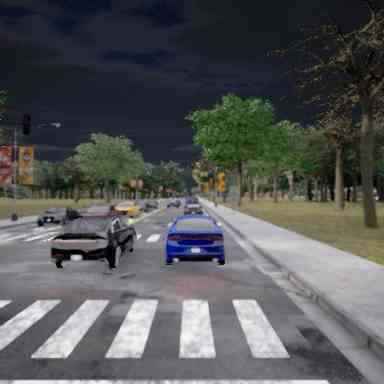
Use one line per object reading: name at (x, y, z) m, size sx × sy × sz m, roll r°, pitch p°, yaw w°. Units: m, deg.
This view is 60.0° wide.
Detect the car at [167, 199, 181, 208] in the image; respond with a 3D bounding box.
car at (-3.194, 1.997, 55.949) m, size 1.812 × 1.442 × 4.674 m, roll 0°, pitch -1°, yaw 0°

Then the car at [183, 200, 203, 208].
car at (0.129, 1.797, 33.317) m, size 1.812 × 1.442 × 4.674 m, roll 0°, pitch 0°, yaw 0°

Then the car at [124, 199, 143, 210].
car at (-6.565, 1.753, 33.733) m, size 1.882 × 1.535 × 5.008 m, roll 0°, pitch 0°, yaw 0°

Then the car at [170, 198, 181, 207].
car at (-3.194, 2.039, 65.842) m, size 1.882 × 1.535 × 5.008 m, roll 0°, pitch -1°, yaw 0°

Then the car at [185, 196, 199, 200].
car at (0.074, 1.705, 56.884) m, size 2.150 × 2.045 × 5.566 m, roll 0°, pitch 0°, yaw 1°

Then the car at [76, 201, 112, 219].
car at (-9.812, 1.767, 33.784) m, size 2.128 × 1.511 × 4.902 m, roll 0°, pitch 0°, yaw 0°

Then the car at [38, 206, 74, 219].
car at (-9.825, 1.764, 24.863) m, size 1.994 × 1.385 × 4.181 m, roll 0°, pitch 0°, yaw 1°

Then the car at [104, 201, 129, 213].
car at (-9.768, 1.908, 43.601) m, size 2.033 × 1.411 × 5.357 m, roll 0°, pitch -1°, yaw 0°

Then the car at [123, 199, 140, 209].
car at (-9.704, 1.956, 53.770) m, size 1.837 × 1.490 × 4.892 m, roll 0°, pitch -1°, yaw 0°

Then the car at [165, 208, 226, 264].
car at (0.108, 1.576, 12.196) m, size 1.882 × 1.535 × 5.008 m, roll 0°, pitch 0°, yaw 0°

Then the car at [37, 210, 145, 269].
car at (-3.140, 1.585, 11.471) m, size 2.128 × 1.511 × 4.902 m, roll 0°, pitch 0°, yaw 0°

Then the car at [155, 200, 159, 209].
car at (-6.455, 1.953, 53.351) m, size 1.837 × 1.490 × 4.892 m, roll 0°, pitch -1°, yaw 0°

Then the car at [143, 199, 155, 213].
car at (-6.523, 1.850, 43.304) m, size 2.128 × 1.511 × 4.902 m, roll 0°, pitch -1°, yaw 1°

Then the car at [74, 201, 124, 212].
car at (-6.576, 1.673, 24.153) m, size 1.882 × 1.535 × 5.008 m, roll 0°, pitch 0°, yaw 0°
